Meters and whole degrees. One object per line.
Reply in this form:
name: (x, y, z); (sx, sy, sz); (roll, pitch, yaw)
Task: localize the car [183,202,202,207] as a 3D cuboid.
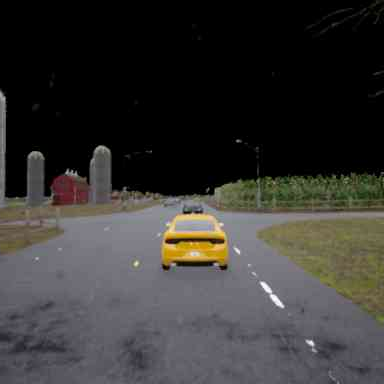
car: (0.083, 1.648, 32.866); (1.895, 1.301, 4.718); (-1, 0, 0)

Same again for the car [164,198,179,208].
car: (-3.565, 1.748, 54.215); (1.837, 1.490, 4.892); (0, -1, 0)

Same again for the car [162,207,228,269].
car: (0.095, 1.493, 11.271); (1.882, 1.535, 5.008); (0, 0, 0)
